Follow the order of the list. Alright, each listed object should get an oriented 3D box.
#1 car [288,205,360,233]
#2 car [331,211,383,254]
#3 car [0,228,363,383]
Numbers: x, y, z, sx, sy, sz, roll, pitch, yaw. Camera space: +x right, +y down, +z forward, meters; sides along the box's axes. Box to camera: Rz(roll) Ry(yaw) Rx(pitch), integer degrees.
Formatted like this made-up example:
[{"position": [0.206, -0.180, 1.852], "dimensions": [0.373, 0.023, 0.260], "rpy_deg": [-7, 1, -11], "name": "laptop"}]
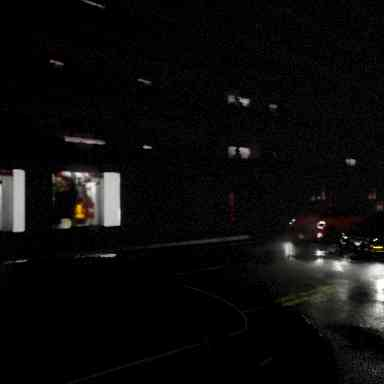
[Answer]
[{"position": [6.826, 1.478, 16.540], "dimensions": [4.553, 1.767, 2.097], "rpy_deg": [1, 0, -36], "name": "car"}, {"position": [7.899, 1.623, 13.312], "dimensions": [4.892, 1.490, 1.837], "rpy_deg": [1, 0, -36], "name": "car"}, {"position": [-0.763, 1.362, 2.896], "dimensions": [4.553, 1.767, 2.097], "rpy_deg": [0, 0, -35], "name": "car"}]
